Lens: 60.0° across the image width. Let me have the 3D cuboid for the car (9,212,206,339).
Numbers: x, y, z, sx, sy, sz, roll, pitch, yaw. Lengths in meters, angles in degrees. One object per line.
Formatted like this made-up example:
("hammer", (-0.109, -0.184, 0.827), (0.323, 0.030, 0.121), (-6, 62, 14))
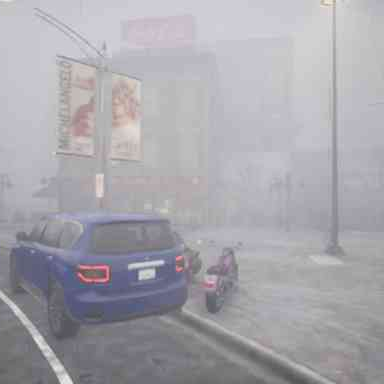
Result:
("car", (-2.388, 1.441, 7.346), (2.150, 2.045, 5.566), (2, -2, -39))
